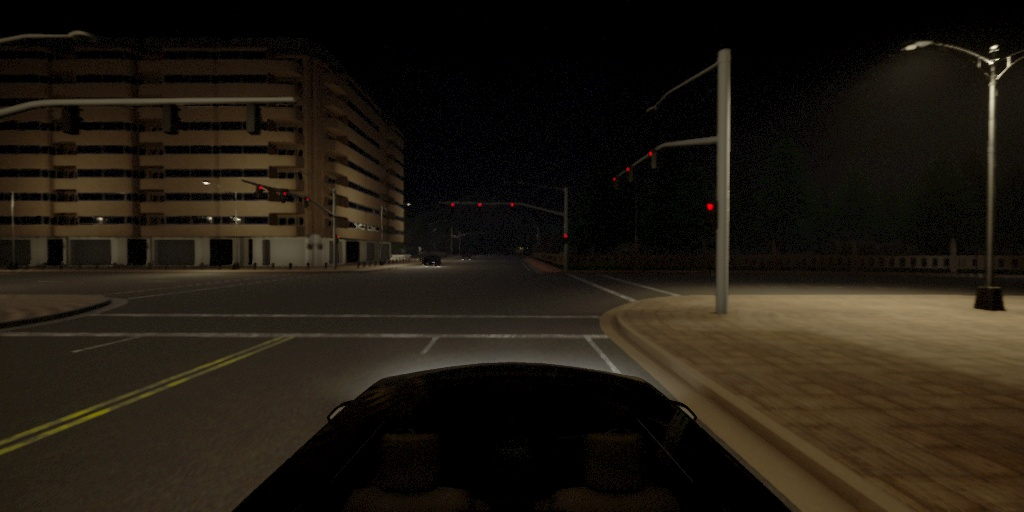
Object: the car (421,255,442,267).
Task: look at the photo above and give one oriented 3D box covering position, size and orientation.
[{"bbox_3d":[-10.504,0.645,46.997,1.837,1.490,4.892,0,2,0],"label":"car"}]
